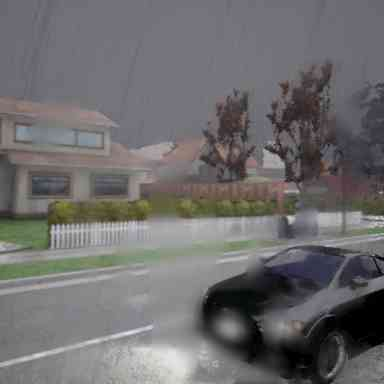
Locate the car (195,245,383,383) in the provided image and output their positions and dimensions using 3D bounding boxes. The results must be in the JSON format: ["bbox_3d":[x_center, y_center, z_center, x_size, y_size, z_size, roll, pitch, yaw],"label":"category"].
[{"bbox_3d":[2.107,1.624,5.494,4.181,1.385,1.994,1,-1,-35],"label":"car"}]

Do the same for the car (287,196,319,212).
[{"bbox_3d":[12.616,1.395,38.610,1.905,1.878,3.866,0,0,-35],"label":"car"}]
